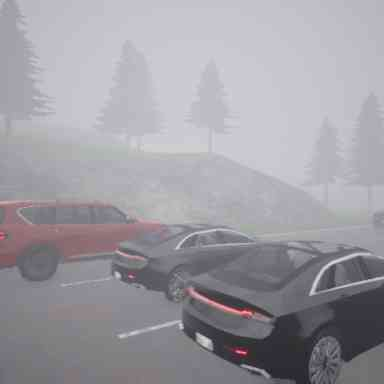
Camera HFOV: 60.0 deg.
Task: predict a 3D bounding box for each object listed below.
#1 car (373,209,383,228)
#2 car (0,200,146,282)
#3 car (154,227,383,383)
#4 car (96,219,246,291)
[{"bbox_3d":[14.180,1.738,22.464,5.008,1.535,1.882,0,0,-36],"label":"car"},{"bbox_3d":[-3.183,1.257,10.078,5.566,2.045,2.150,1,0,-35],"label":"car"},{"bbox_3d":[2.116,1.542,5.269,4.902,1.511,2.128,1,0,-35],"label":"car"},{"bbox_3d":[0.417,1.546,8.353,4.902,1.511,2.128,1,0,-35],"label":"car"}]
